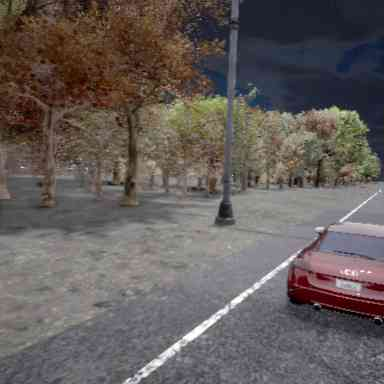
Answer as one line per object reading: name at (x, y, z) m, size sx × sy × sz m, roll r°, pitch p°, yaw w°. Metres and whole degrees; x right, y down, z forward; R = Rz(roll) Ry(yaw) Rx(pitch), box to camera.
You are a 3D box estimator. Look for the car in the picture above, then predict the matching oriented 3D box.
car at (3.355, 1.297, 6.643) m, size 1.994 × 1.385 × 4.181 m, roll 4°, pitch 4°, yaw 31°
